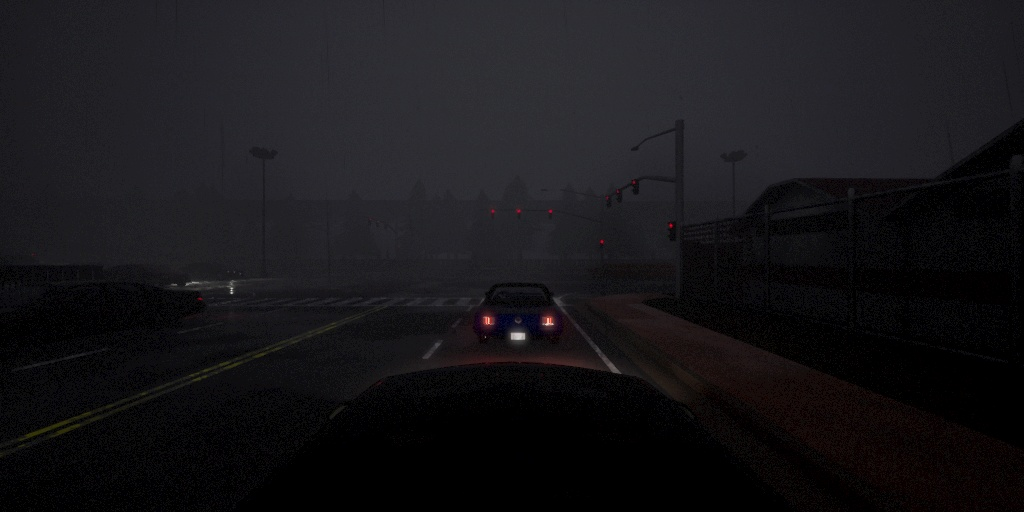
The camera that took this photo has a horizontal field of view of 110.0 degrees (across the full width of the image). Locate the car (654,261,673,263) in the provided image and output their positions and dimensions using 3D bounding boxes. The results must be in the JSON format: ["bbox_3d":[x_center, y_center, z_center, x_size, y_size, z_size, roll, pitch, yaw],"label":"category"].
[{"bbox_3d":[17.205,1.276,41.554,4.674,1.442,1.812,0,0,-1],"label":"car"}]

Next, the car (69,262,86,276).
[{"bbox_3d":[-35.017,1.213,30.012,5.357,1.411,2.033,1,0,-1],"label":"car"}]

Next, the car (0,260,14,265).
[{"bbox_3d":[-36.111,1.121,22.995,4.902,1.511,2.128,2,0,-1],"label":"car"}]

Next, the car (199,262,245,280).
[{"bbox_3d":[-25.313,1.248,30.167,4.892,1.490,1.837,0,0,-1],"label":"car"}]

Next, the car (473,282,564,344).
[{"bbox_3d":[0.193,1.351,9.541,1.895,1.301,4.718,0,0,2],"label":"car"}]

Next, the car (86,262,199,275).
[{"bbox_3d":[-23.790,1.226,23.189,5.008,1.535,1.882,0,0,-1],"label":"car"}]

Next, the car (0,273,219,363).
[{"bbox_3d":[-10.261,1.297,8.362,2.033,1.411,5.357,0,0,5],"label":"car"}]

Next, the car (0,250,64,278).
[{"bbox_3d":[-37.317,0.811,26.471,5.566,2.045,2.150,2,0,-1],"label":"car"}]
